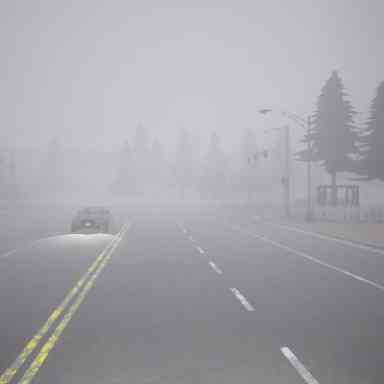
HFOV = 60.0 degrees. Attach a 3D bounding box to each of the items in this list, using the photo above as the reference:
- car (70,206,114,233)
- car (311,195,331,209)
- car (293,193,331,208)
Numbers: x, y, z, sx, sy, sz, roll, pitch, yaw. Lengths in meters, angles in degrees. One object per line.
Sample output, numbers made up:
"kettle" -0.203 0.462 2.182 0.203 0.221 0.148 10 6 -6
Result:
"car" -5.827 1.565 19.836 1.994 1.385 4.181 0 0 -7
"car" 18.472 1.449 43.097 4.892 1.490 1.837 0 0 -6
"car" 17.085 1.166 46.472 5.566 2.045 2.150 0 0 -7
